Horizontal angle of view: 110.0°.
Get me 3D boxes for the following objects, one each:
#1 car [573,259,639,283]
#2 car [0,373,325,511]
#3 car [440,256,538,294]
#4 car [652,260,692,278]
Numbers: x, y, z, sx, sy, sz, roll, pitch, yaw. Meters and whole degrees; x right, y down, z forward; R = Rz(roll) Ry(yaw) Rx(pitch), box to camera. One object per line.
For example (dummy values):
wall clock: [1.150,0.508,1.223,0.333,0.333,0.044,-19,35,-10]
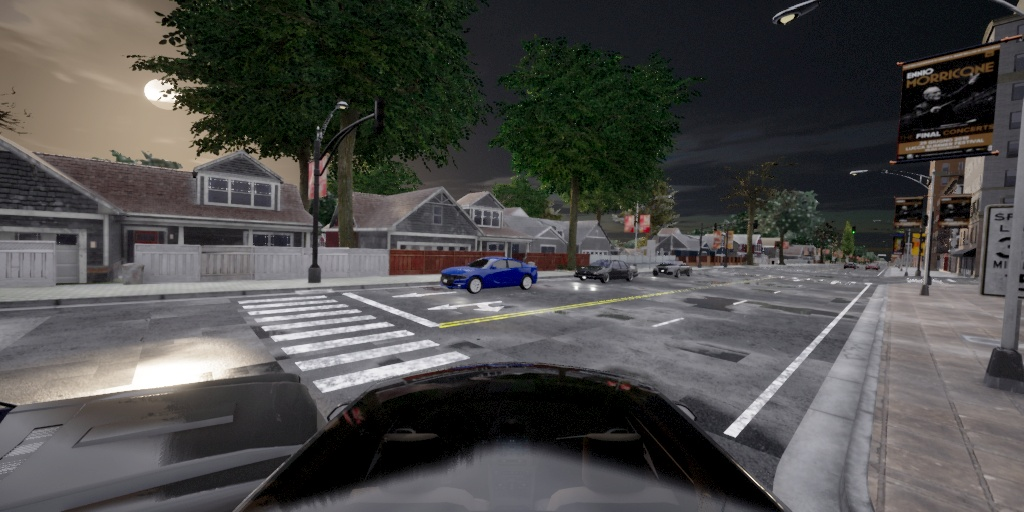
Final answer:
car: [6.303,0.930,23.424,5.357,1.411,2.033,1,2,-43]
car: [-3.318,1.272,1.430,4.718,1.301,1.895,1,2,-33]
car: [-0.943,0.779,16.588,5.008,1.535,1.882,1,2,-43]
car: [13.580,1.031,30.261,4.181,1.385,1.994,1,2,-44]
